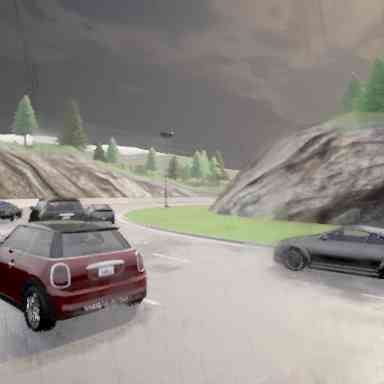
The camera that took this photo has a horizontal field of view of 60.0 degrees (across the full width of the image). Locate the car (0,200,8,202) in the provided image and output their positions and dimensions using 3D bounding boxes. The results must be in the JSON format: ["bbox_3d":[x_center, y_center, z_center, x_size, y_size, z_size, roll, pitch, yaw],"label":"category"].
[{"bbox_3d":[-20.755,1.634,35.932,1.882,1.535,5.008,0,0,-7],"label":"car"}]

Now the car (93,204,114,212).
[{"bbox_3d":[-7.060,1.637,25.138,2.128,1.511,4.902,0,0,-24],"label":"car"}]

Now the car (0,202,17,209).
[{"bbox_3d":[-15.414,1.724,27.632,1.895,1.301,4.718,0,0,-17],"label":"car"}]

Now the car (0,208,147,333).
[{"bbox_3d":[-3.035,1.391,7.211,4.553,1.767,2.097,0,-1,43],"label":"car"}]

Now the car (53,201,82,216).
[{"bbox_3d":[-13.561,1.759,36.519,1.994,1.385,4.181,0,0,-7],"label":"car"}]

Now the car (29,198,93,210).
[{"bbox_3d":[-7.315,1.315,17.906,2.150,2.045,5.566,0,0,-32],"label":"car"}]

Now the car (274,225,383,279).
[{"bbox_3d":[4.555,1.657,9.664,4.181,1.385,1.994,0,0,39],"label":"car"}]
